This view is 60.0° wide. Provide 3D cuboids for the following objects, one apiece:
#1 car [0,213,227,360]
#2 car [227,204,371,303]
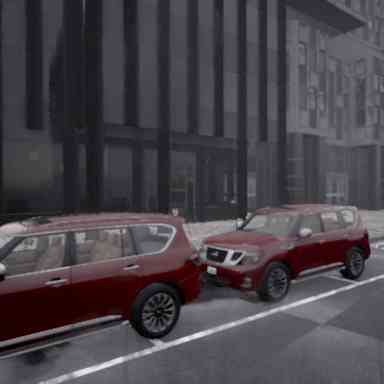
[{"bbox_3d":[-2.138,1.308,5.007,5.009,1.841,2.192,0,0,-35],"label":"car"},{"bbox_3d":[2.456,1.269,8.280,5.009,1.841,2.192,0,0,-35],"label":"car"}]
